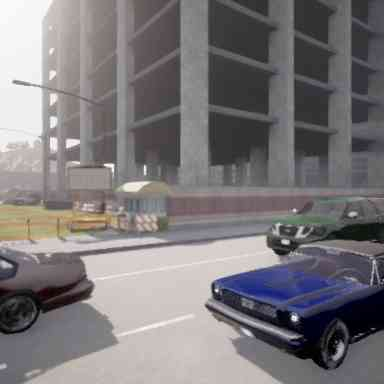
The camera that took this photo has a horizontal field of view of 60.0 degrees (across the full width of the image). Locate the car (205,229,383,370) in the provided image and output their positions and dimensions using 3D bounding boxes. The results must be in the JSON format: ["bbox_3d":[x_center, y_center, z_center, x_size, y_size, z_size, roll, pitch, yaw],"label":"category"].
[{"bbox_3d":[2.544,1.593,5.811,4.718,1.301,1.895,0,0,-36],"label":"car"}]

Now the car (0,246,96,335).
[{"bbox_3d":[-4.348,1.551,5.190,5.357,1.411,2.033,0,0,-36],"label":"car"}]

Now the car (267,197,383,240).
[{"bbox_3d":[5.168,1.204,11.984,5.566,2.045,2.150,0,0,-35],"label":"car"}]

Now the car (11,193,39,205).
[{"bbox_3d":[-27.268,1.117,54.385,3.866,1.878,1.905,0,0,-36],"label":"car"}]

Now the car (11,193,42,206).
[{"bbox_3d":[-25.541,1.116,52.004,3.866,1.878,1.905,0,0,-36],"label":"car"}]
